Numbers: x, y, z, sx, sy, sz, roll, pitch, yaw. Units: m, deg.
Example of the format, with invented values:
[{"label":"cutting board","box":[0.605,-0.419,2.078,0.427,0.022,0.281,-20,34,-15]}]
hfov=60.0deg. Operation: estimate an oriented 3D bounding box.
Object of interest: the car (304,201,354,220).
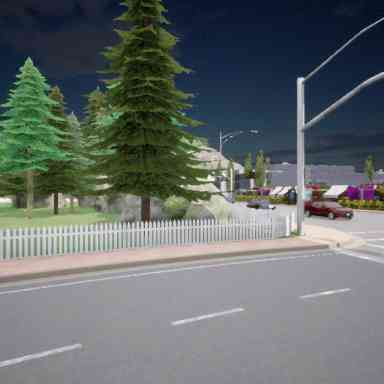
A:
[{"label":"car","box":[11.762,1.533,28.967,1.882,1.535,5.008,0,0,-17]}]

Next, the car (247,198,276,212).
[{"label":"car","box":[8.376,1.547,40.299,2.128,1.511,4.902,0,0,-17]}]
